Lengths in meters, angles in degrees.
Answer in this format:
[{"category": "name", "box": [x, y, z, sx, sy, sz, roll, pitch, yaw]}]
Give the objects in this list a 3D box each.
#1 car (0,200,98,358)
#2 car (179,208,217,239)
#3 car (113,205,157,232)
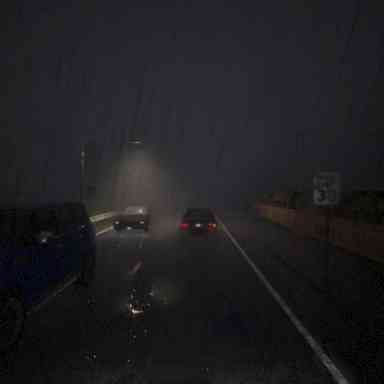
[{"category": "car", "box": [-3.521, 1.211, 6.354, 2.150, 2.045, 5.566, 0, 0, 1]}, {"category": "car", "box": [0.315, 1.541, 17.429, 2.033, 1.411, 5.357, 0, 0, 1]}, {"category": "car", "box": [-3.284, 1.531, 20.284, 2.033, 1.411, 5.357, 0, 0, 1]}]
